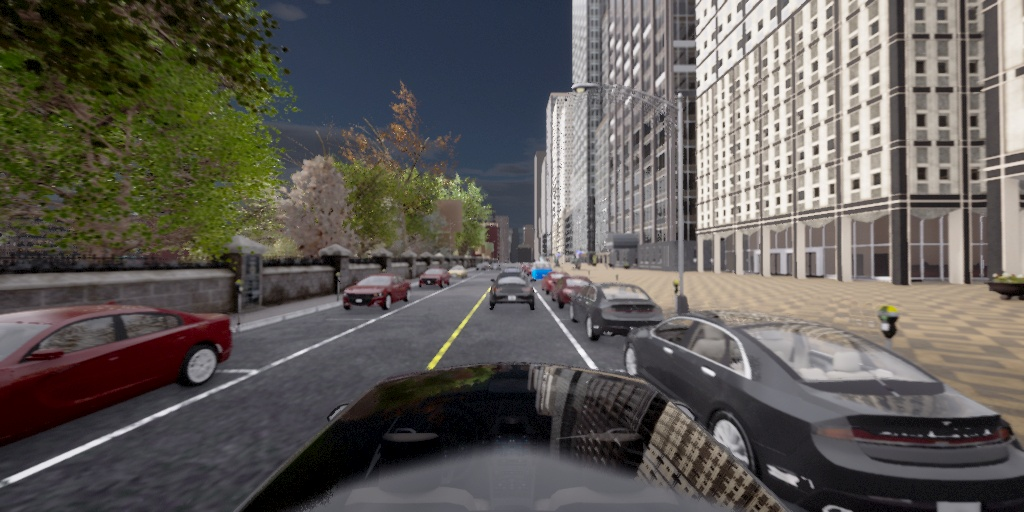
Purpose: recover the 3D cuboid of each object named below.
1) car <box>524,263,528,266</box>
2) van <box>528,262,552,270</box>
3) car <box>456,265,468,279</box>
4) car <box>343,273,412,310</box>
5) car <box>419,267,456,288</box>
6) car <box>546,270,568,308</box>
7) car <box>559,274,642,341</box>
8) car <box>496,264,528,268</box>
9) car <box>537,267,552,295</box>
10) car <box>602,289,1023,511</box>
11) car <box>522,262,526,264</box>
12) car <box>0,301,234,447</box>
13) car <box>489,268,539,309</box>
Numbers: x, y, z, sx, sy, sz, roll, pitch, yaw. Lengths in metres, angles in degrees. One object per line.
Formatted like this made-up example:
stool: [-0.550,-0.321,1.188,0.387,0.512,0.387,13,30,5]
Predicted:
car: [2.666,1.797,43.759,1.802,1.307,4.207,0,0,0]
van: [2.672,1.427,32.497,1.690,1.789,3.998,0,0,0]
car: [-5.712,1.675,37.954,1.751,1.417,4.829,0,0,0]
car: [-5.699,1.443,15.596,1.888,1.381,4.507,0,0,0]
car: [-5.705,1.567,26.859,1.888,1.381,4.507,0,0,0]
car: [2.682,1.480,15.601,1.802,1.307,4.207,0,0,0]
car: [2.685,1.388,9.969,2.007,1.370,4.403,0,0,0]
car: [-0.004,1.598,29.352,2.033,1.411,5.357,0,-1,0]
car: [2.679,1.542,21.232,1.802,1.307,4.207,0,0,0]
car: [2.687,1.329,4.337,2.007,1.370,4.403,0,0,0]
car: [2.660,1.929,55.023,1.802,1.307,4.207,0,0,0]
car: [-5.693,1.323,4.332,1.888,1.381,4.507,0,0,0]
car: [0.019,1.425,15.729,1.812,1.442,4.674,0,0,0]
